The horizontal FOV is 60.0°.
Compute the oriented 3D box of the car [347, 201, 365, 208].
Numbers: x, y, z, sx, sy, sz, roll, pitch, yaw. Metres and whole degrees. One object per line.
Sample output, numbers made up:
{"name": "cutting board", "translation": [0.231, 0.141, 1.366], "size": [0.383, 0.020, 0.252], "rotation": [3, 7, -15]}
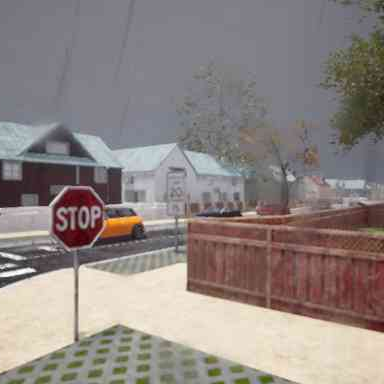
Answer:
{"name": "car", "translation": [25.184, 2.093, 50.938], "size": [2.128, 1.511, 4.902], "rotation": [0, -1, 37]}

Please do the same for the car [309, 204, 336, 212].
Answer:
{"name": "car", "translation": [14.541, 1.991, 36.792], "size": [2.033, 1.411, 5.357], "rotation": [0, -1, 37]}

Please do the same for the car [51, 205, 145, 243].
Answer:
{"name": "car", "translation": [-4.512, 1.546, 16.363], "size": [2.097, 1.767, 4.553], "rotation": [0, -1, 37]}

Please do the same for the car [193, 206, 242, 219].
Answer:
{"name": "car", "translation": [1.972, 1.791, 24.985], "size": [2.128, 1.511, 4.902], "rotation": [0, -1, 37]}

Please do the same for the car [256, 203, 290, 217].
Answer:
{"name": "car", "translation": [8.128, 1.872, 33.152], "size": [1.882, 1.535, 5.008], "rotation": [0, -1, 37]}
